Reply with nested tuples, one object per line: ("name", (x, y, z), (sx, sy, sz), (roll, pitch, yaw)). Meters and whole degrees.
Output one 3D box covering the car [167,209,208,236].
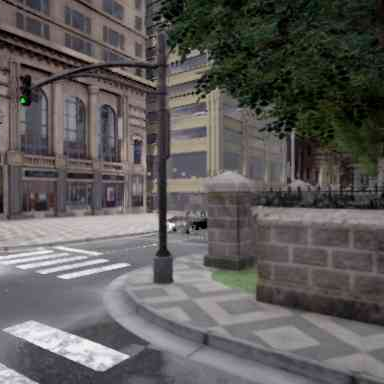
("car", (0.139, 1.878, 21.425), (2.128, 1.511, 4.902), (0, -1, 35))
